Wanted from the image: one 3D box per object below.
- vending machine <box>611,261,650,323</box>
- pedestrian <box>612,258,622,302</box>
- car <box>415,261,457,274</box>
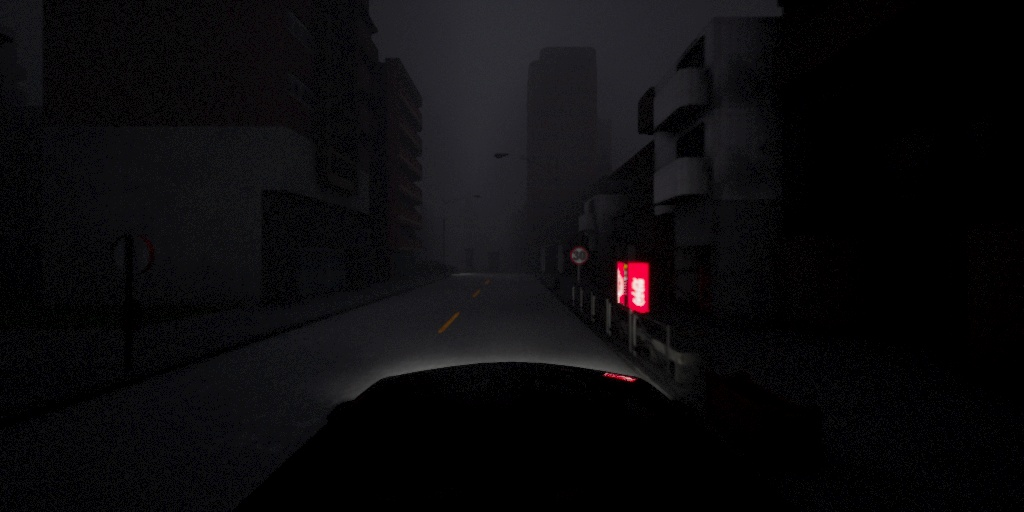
[{"bbox_3d":[4.300,1.166,12.756,1.100,2.100,0.880,0,0,0],"label":"vending machine"},{"bbox_3d":[4.189,0.941,13.806,0.375,1.860,0.375,0,0,0],"label":"pedestrian"},{"bbox_3d":[-8.574,1.260,40.524,4.892,1.490,1.837,-1,-2,21],"label":"car"}]
